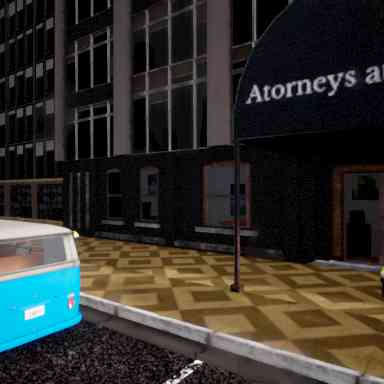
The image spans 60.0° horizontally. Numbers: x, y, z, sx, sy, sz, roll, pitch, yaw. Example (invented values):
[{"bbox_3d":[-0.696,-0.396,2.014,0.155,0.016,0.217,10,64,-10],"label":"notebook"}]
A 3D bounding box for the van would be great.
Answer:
[{"bbox_3d":[-3.561,1.341,5.438,3.998,1.788,1.690,0,0,36],"label":"van"}]
